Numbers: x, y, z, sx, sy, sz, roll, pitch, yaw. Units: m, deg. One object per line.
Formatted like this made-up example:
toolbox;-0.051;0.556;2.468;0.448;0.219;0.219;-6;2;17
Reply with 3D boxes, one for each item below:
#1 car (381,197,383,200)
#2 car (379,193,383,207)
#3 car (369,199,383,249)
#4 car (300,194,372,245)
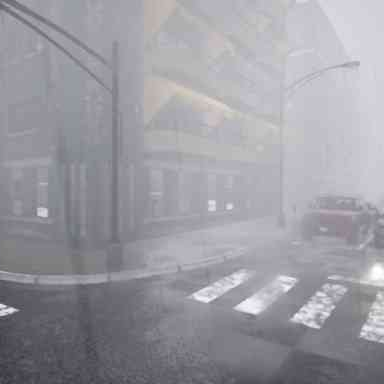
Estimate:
car;9.526;1.187;18.981;1.887;1.381;4.507;1;2;35
car;22.343;0.888;37.208;1.947;1.339;4.313;1;2;35
car;8.170;1.223;12.571;1.882;1.535;5.008;0;1;35
car;6.323;1.038;14.419;2.192;1.841;5.009;1;2;35
